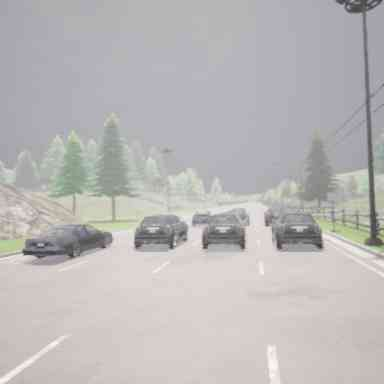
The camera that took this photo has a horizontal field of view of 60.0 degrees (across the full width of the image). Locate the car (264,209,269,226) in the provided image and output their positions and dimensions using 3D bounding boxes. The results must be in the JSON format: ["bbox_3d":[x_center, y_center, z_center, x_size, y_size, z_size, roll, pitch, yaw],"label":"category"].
[{"bbox_3d":[8.081,2.243,32.066,2.097,1.767,4.553,-2,-2,11],"label":"car"}]

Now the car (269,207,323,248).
[{"bbox_3d":[5.318,1.813,17.264,2.097,1.767,4.553,-2,-2,11],"label":"car"}]

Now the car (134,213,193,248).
[{"bbox_3d":[-1.551,2.032,18.593,2.097,1.767,4.553,-2,-2,11],"label":"car"}]

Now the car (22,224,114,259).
[{"bbox_3d":[-5.629,2.242,15.915,2.033,1.411,5.357,-2,-2,11],"label":"car"}]

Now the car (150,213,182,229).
[{"bbox_3d":[-2.444,2.787,32.869,1.895,1.301,4.718,-2,-2,11],"label":"car"}]

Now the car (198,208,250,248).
[{"bbox_3d":[1.873,1.921,17.876,2.097,1.767,4.553,-2,-2,11],"label":"car"}]

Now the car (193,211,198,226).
[{"bbox_3d":[1.262,2.610,33.631,2.128,1.511,4.902,-2,-2,11],"label":"car"}]

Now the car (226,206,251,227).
[{"bbox_3d":[4.640,2.351,32.701,2.097,1.767,4.553,-2,-2,11],"label":"car"}]
